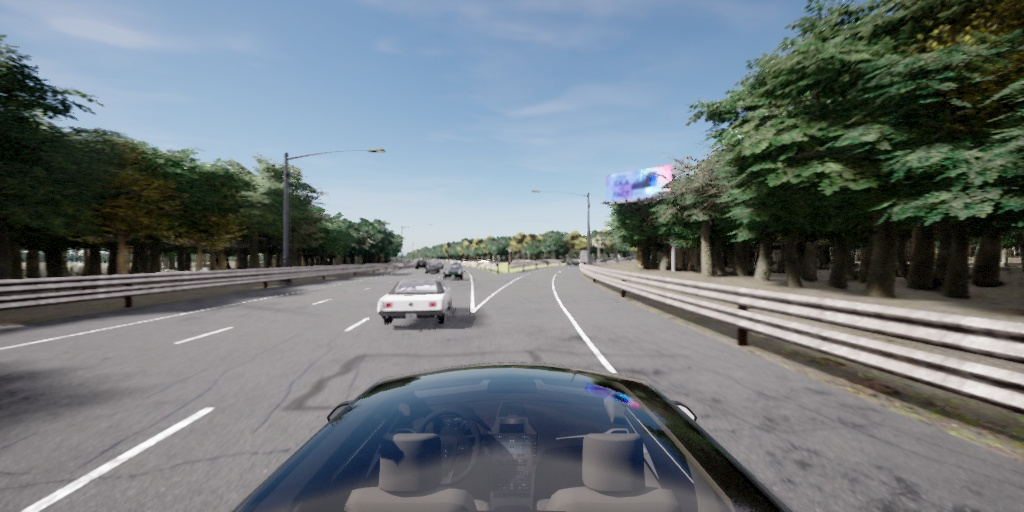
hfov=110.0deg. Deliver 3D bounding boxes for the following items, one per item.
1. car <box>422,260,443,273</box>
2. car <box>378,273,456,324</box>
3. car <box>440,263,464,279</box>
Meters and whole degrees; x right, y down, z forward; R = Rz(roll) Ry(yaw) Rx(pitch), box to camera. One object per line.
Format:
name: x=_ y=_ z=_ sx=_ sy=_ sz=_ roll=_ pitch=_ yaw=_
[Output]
car: x=-11.489 y=1.754 z=52.389 sx=2.128 sy=1.511 sz=4.902 roll=0 pitch=-1 yaw=-8
car: x=-3.106 y=1.436 z=12.397 sx=1.895 sy=1.301 sz=4.718 roll=0 pitch=0 yaw=-6
car: x=-5.840 y=1.657 z=36.113 sx=1.895 sy=1.301 sz=4.718 roll=0 pitch=-1 yaw=-7
